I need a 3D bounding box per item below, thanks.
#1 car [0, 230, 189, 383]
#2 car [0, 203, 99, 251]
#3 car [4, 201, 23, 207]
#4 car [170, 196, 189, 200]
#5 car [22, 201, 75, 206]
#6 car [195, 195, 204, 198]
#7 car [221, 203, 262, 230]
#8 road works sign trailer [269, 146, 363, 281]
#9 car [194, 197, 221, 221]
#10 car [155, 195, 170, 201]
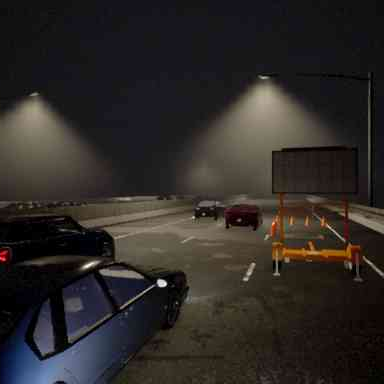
[{"bbox_3d":[-1.623,1.546,4.145,2.033,1.411,5.357,0,0,16],"label":"car"},{"bbox_3d":[-3.913,1.349,8.788,2.097,1.767,4.553,0,0,16],"label":"car"},{"bbox_3d":[-13.541,1.498,26.433,1.837,1.490,4.892,0,0,16],"label":"car"},{"bbox_3d":[-1.963,1.451,65.723,2.128,1.511,4.902,0,0,17],"label":"car"},{"bbox_3d":[-10.178,1.497,25.465,1.837,1.490,4.892,0,0,16],"label":"car"},{"bbox_3d":[1.417,1.463,64.845,1.837,1.490,4.892,0,0,17],"label":"car"},{"bbox_3d":[3.403,1.469,21.315,1.882,1.535,5.008,0,0,16],"label":"car"},{"bbox_3d":[3.637,0.460,10.017,2.380,3.560,2.880,0,0,16],"label":"road works sign trailer"},{"bbox_3d":[1.581,1.480,27.547,2.128,1.511,4.902,0,0,16],"label":"car"},{"bbox_3d":[-5.572,1.312,65.845,2.097,1.767,4.553,0,0,17],"label":"car"}]
